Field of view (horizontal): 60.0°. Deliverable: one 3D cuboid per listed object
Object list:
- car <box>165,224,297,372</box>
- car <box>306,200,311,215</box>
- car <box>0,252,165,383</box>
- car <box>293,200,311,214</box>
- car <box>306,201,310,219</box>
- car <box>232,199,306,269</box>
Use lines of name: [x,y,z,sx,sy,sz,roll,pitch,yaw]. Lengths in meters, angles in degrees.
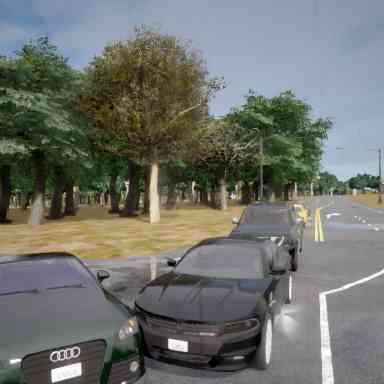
car: [0.745,1.613,6.238,1.882,1.535,5.008,-1,-2,21]
car: [9.319,1.725,29.534,1.812,1.442,4.674,-1,0,21]
car: [-2.302,1.643,4.943,1.994,1.385,4.181,1,-2,-33]
car: [13.350,1.749,40.116,1.812,1.442,4.674,-1,0,21]
car: [7.255,1.665,24.032,1.882,1.535,5.008,-1,0,21]
car: [2.870,1.460,12.377,2.150,2.045,5.566,-2,0,21]
